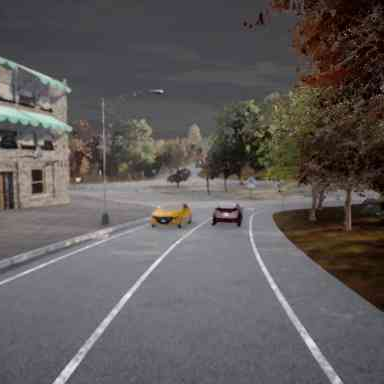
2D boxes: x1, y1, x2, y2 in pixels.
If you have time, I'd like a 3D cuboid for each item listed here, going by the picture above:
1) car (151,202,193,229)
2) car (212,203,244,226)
[{"bbox_3d":[-1.195,1.395,21.474,1.882,1.535,5.008,1,0,10],"label":"car"},{"bbox_3d":[2.608,1.474,23.622,2.163,1.488,4.792,1,1,11],"label":"car"}]
